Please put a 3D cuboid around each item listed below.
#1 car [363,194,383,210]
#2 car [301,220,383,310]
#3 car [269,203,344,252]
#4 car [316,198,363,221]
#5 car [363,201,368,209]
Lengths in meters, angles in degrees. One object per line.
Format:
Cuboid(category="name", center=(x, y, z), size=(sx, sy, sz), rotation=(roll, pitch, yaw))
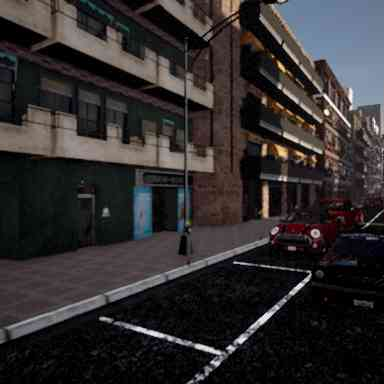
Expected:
Cuboid(category="car", center=(22.744, 1.213, 41.679), size=(2.192, 1.841, 5.009), rotation=(0, 0, 33))
Cuboid(category="car", center=(4.102, 1.584, 7.524), size=(1.895, 1.301, 4.718), rotation=(0, 0, 32))
Cuboid(category="car", center=(4.530, 1.421, 13.186), size=(1.967, 1.590, 4.097), rotation=(0, 0, 33))
Cuboid(category="car", center=(7.566, 1.282, 17.934), size=(2.192, 1.841, 5.009), rotation=(0, 0, 33))
Cuboid(category="car", center=(10.601, 1.536, 22.684), size=(1.802, 1.307, 4.206), rotation=(0, 0, 33))
